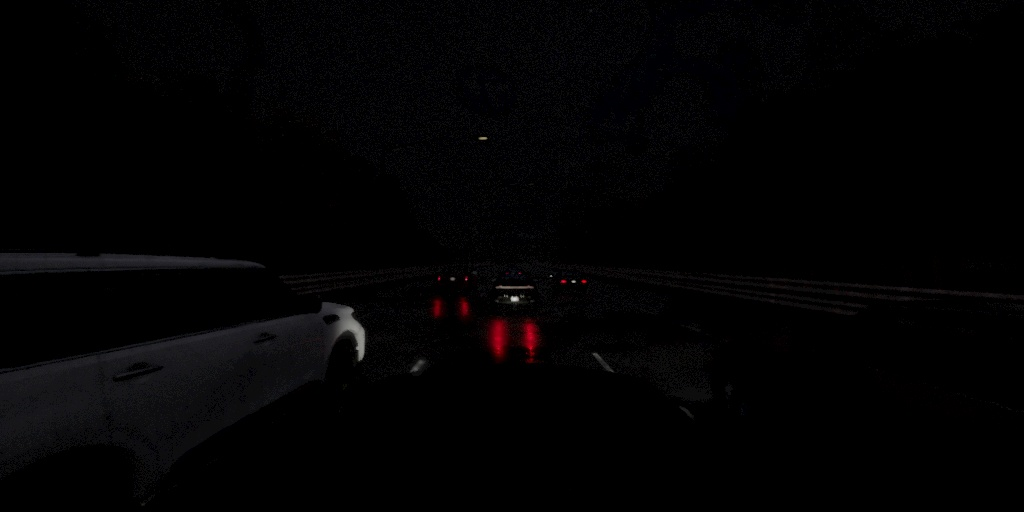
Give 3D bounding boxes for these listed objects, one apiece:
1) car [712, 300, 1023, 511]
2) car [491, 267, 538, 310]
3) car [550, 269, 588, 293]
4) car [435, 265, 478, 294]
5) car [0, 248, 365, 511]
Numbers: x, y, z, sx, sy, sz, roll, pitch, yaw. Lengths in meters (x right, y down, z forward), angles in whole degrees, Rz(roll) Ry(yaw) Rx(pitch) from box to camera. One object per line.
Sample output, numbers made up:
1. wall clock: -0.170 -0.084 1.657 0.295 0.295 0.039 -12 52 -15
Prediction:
1. car: 3.599 1.117 2.726 2.097 1.767 4.553 0 -1 0
2. car: 0.108 1.426 15.852 2.128 1.511 4.902 0 -1 0
3. car: 3.626 1.582 23.475 2.033 1.411 5.357 0 -1 0
4. car: -3.379 1.374 22.651 2.097 1.767 4.553 0 -1 1
5. car: -3.400 0.992 3.313 2.150 2.045 5.566 0 -1 0
